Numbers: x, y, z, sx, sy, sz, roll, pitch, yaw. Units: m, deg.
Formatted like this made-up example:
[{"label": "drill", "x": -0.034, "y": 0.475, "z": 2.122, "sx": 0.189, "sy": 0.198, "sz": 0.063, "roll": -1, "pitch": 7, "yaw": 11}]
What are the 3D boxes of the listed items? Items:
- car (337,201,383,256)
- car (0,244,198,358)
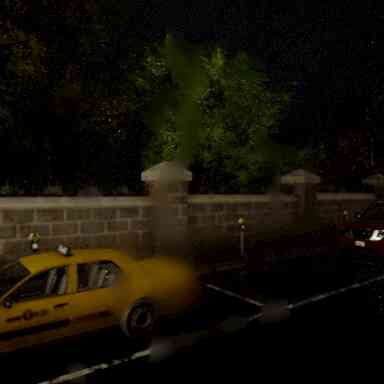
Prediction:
[{"label": "car", "x": 7.217, "y": 1.255, "z": 11.689, "sx": 5.009, "sy": 1.841, "sz": 2.192, "roll": 0, "pitch": 1, "yaw": -35}, {"label": "car", "x": -2.178, "y": 1.521, "z": 4.997, "sx": 4.829, "sy": 1.417, "sz": 1.752, "roll": 0, "pitch": 1, "yaw": -35}]
